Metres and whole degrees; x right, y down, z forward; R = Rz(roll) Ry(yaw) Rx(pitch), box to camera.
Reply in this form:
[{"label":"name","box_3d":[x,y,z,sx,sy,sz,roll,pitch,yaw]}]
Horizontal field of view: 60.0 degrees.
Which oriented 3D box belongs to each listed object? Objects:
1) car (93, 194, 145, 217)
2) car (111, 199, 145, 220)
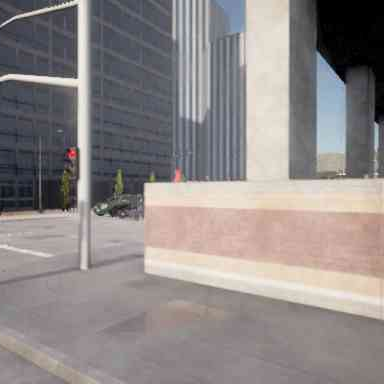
[{"label":"car","box_3d":[-6.601,1.253,31.384,2.150,2.045,5.566,0,0,36]},{"label":"car","box_3d":[-4.396,1.600,28.455,1.994,1.385,4.181,0,0,36]}]
